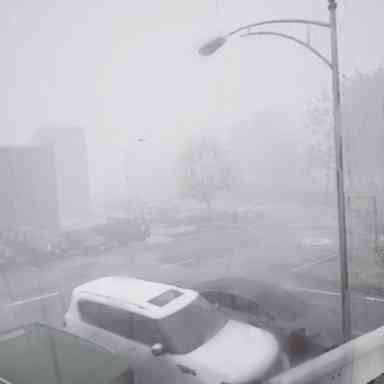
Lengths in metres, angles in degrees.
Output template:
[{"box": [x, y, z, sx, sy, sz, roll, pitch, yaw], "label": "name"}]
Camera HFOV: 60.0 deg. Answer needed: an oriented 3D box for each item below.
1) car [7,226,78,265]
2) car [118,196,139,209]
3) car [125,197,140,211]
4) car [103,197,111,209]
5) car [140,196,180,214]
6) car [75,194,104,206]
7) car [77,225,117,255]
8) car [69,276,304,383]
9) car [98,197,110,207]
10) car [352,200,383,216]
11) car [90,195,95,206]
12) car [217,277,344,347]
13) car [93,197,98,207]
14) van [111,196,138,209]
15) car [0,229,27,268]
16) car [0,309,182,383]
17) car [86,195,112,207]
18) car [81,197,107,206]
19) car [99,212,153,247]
[{"box": [-10.375, 3.329, 21.533, 5.566, 2.045, 2.435, -3, 2, 35], "label": "car"}, {"box": [-8.938, 2.035, 52.965, 2.002, 1.452, 4.674, -2, 4, 36], "label": "car"}, {"box": [-7.142, 1.981, 50.629, 1.946, 1.575, 5.366, -2, 4, 36], "label": "car"}, {"box": [-12.295, 1.983, 57.941, 2.097, 1.535, 5.008, -2, 4, 36], "label": "car"}, {"box": [-3.897, 1.763, 45.467, 2.435, 2.045, 5.566, -2, 4, 36], "label": "car"}, {"box": [-22.379, 1.702, 72.894, 2.435, 2.045, 5.566, -3, 4, 36], "label": "car"}, {"box": [-7.954, 3.367, 23.269, 4.792, 1.488, 2.163, -3, 2, 34], "label": "car"}, {"box": [-0.658, 3.345, 7.646, 5.566, 2.045, 2.435, -1, 4, 35], "label": "car"}, {"box": [-14.018, 1.855, 60.401, 2.185, 1.767, 4.553, -2, 4, 36], "label": "car"}, {"box": [17.027, 1.440, 30.615, 1.895, 1.301, 4.718, -5, 2, -26], "label": "car"}, {"box": [-17.329, 1.839, 65.426, 2.185, 1.767, 4.553, -2, 4, 36], "label": "car"}, {"box": [1.810, 3.379, 9.416, 4.792, 1.488, 2.163, -1, 4, 35], "label": "car"}, {"box": [-15.663, 2.012, 62.921, 2.002, 1.452, 4.674, -2, 4, 36], "label": "car"}, {"box": [-10.702, 1.775, 55.342, 1.878, 1.987, 4.442, -2, 4, 36], "label": "van"}, {"box": [-12.775, 3.569, 19.819, 5.566, 2.045, 2.435, -3, 2, 35], "label": "car"}, {"box": [-3.163, 3.594, 5.905, 5.566, 2.045, 2.435, -1, 4, 34], "label": "car"}, {"box": [-19.005, 1.834, 67.915, 2.185, 1.767, 4.553, -2, 4, 36], "label": "car"}, {"box": [-20.683, 1.985, 70.419, 2.163, 1.488, 4.792, -3, 4, 36], "label": "car"}, {"box": [-5.631, 2.851, 24.980, 5.566, 2.045, 2.435, -3, 3, 35], "label": "car"}]
